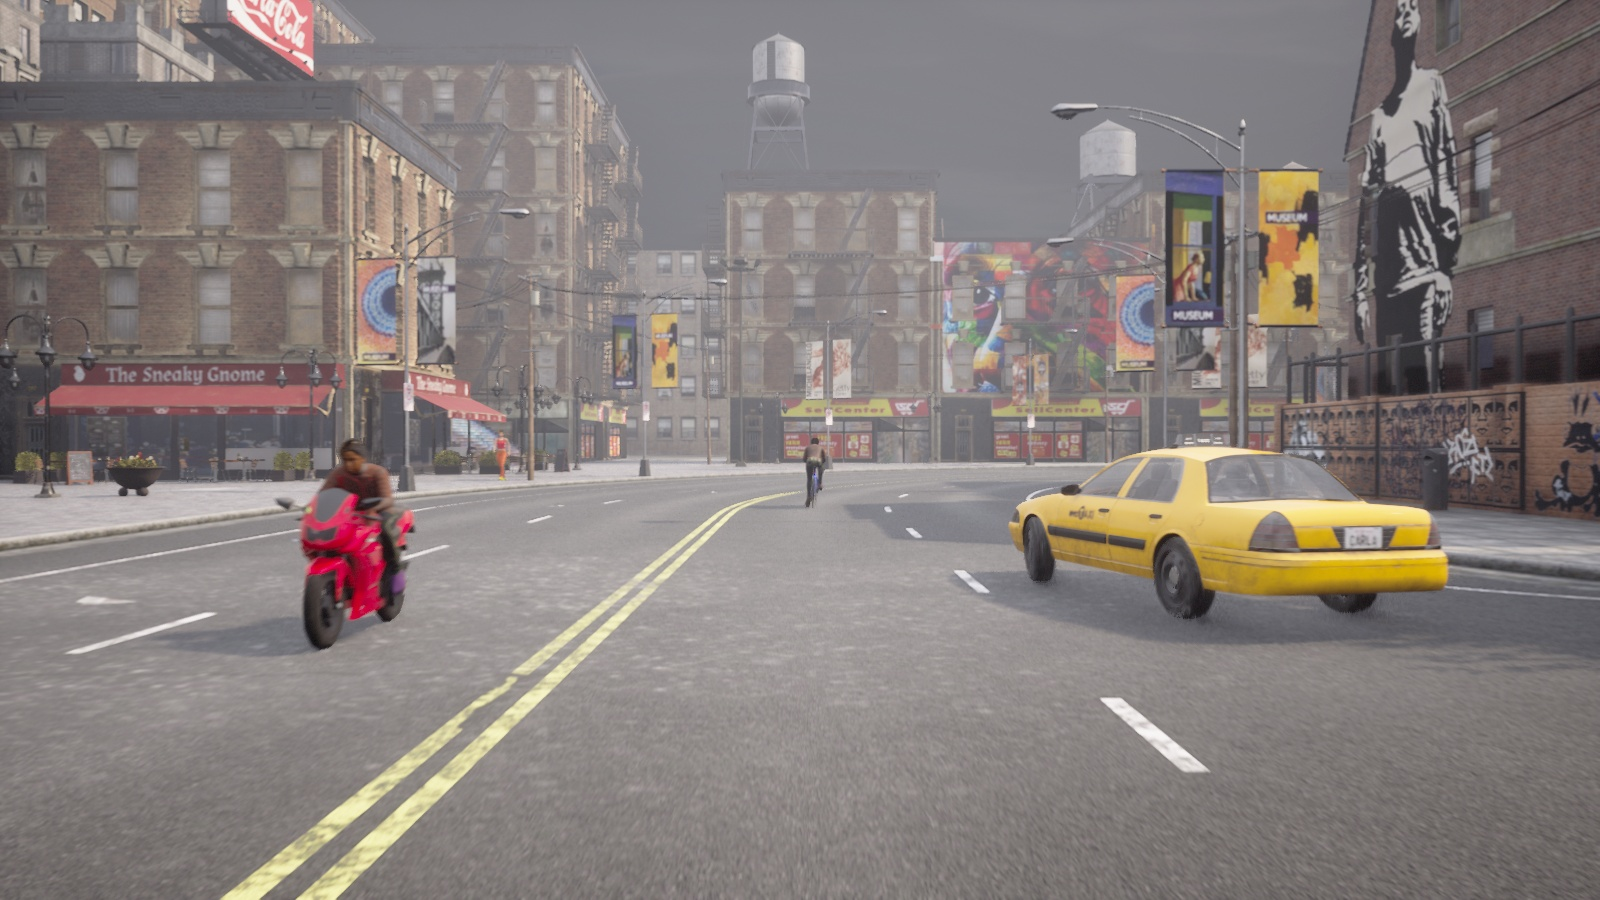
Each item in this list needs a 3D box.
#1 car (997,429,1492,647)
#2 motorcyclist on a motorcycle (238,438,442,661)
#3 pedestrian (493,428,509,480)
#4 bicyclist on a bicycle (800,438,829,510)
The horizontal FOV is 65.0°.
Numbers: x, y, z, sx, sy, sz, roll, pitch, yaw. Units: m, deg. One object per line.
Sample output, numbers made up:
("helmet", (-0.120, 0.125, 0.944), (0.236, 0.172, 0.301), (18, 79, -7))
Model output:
("car", (3.724, 0.622, 11.872), (1.801, 1.575, 5.366), (0, 0, -13))
("motorcyclist on a motorcycle", (-3.429, 0.672, 9.589), (0.797, 1.523, 2.044), (0, 0, 0))
("pedestrian", (-10.611, 0.144, 44.507), (0.345, 1.836, 0.594), (0, 0, 10))
("bicyclist on a bicycle", (0.350, 0.535, 29.147), (0.582, 1.620, 1.656), (0, 0, 4))
